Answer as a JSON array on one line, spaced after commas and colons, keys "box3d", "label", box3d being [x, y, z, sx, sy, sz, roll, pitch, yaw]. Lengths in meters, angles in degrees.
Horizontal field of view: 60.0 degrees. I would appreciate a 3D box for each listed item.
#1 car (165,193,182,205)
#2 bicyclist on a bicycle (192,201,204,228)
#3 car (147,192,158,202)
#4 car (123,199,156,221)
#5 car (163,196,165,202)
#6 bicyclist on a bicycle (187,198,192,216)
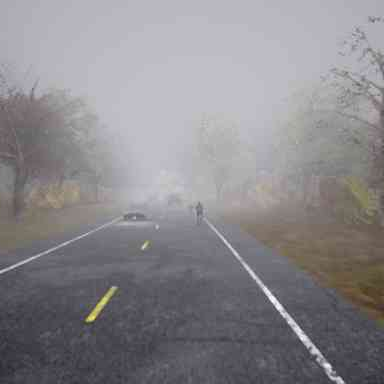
[{"box3d": [-2.919, 1.134, 55.043, 2.150, 2.045, 5.566, 0, 0, -6], "label": "car"}, {"box3d": [0.482, 1.433, 20.982, 0.582, 1.620, 1.656, 0, 0, -2], "label": "bicyclist on a bicycle"}, {"box3d": [-8.214, 1.076, 69.278, 2.150, 2.045, 5.566, 0, 0, -7], "label": "car"}, {"box3d": [-4.375, 1.521, 27.180, 2.033, 1.411, 5.357, 0, 0, -3], "label": "car"}, {"box3d": [-5.378, 1.317, 74.309, 1.882, 1.535, 5.008, 0, 0, -8], "label": "car"}, {"box3d": [-0.072, 1.400, 31.216, 0.866, 1.612, 1.509, 0, 0, -3], "label": "bicyclist on a bicycle"}]
